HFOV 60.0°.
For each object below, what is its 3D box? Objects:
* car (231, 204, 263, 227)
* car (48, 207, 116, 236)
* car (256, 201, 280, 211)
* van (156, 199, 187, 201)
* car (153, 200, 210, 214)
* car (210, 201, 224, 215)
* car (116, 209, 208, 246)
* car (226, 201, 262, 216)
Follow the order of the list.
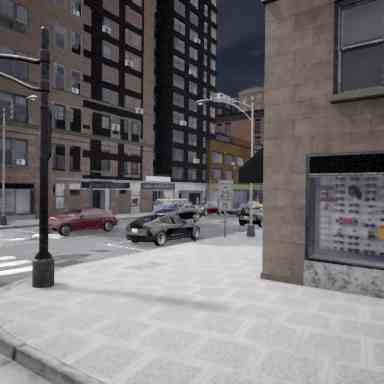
[{"bbox_3d":[5.094,1.854,25.351,1.947,1.339,4.313,0,0,36],"label":"car"},{"bbox_3d":[-6.471,1.640,19.471,1.812,1.442,4.674,1,0,37],"label":"car"},{"bbox_3d":[11.024,1.938,48.175,1.802,1.307,4.206,0,0,36],"label":"car"},{"bbox_3d":[-1.821,1.509,30.333,1.690,1.788,3.998,0,0,36],"label":"van"},{"bbox_3d":[-1.005,1.678,27.063,2.128,1.511,4.902,1,0,36],"label":"car"},{"bbox_3d":[1.390,1.652,34.794,1.967,1.590,4.097,0,0,36],"label":"car"},{"bbox_3d":[-1.330,1.768,16.430,1.947,1.339,4.313,0,0,36],"label":"car"},{"bbox_3d":[5.095,1.819,35.525,2.033,1.411,5.357,1,0,36],"label":"car"}]
